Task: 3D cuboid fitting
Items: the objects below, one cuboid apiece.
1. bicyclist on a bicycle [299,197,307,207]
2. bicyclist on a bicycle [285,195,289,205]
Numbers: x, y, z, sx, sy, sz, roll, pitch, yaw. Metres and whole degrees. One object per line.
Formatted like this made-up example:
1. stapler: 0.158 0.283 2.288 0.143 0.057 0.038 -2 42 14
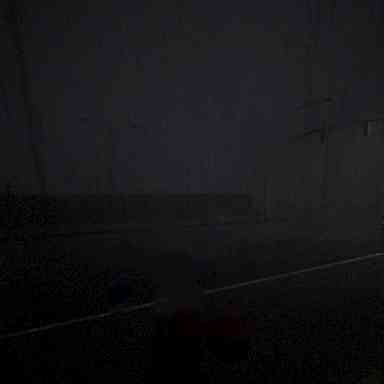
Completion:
1. bicyclist on a bicycle: 17.149 1.533 51.406 1.656 1.620 0.582 0 0 -23
2. bicyclist on a bicycle: 16.152 1.384 56.314 0.582 1.620 1.656 0 0 21
